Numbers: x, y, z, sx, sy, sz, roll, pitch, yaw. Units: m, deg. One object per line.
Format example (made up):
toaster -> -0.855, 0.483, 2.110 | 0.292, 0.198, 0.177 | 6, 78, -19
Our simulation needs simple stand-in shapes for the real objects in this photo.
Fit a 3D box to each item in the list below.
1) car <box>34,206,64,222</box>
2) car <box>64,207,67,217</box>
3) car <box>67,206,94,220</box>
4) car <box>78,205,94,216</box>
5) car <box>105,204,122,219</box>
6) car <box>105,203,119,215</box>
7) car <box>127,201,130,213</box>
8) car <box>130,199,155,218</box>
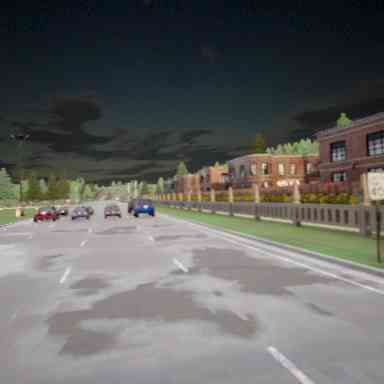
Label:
car -> -15.975, 2.327, 36.917 | 2.097, 1.767, 4.553 | -2, -1, -14
car -> -18.462, 2.771, 46.577 | 1.895, 1.301, 4.718 | -2, -1, -14
car -> -12.659, 2.417, 38.119 | 2.033, 1.411, 5.357 | -2, -1, -14
car -> -15.066, 2.622, 47.412 | 1.994, 1.385, 4.181 | -2, -1, -14
car -> -9.177, 2.298, 38.600 | 2.033, 1.411, 5.357 | -2, -1, -14
car -> -11.676, 2.451, 48.265 | 1.837, 1.490, 4.892 | -2, -1, -14
car -> -8.302, 2.056, 49.157 | 2.150, 2.045, 5.566 | -2, -1, -14
car -> -5.649, 1.849, 38.851 | 2.150, 2.045, 5.566 | -2, -1, -13
